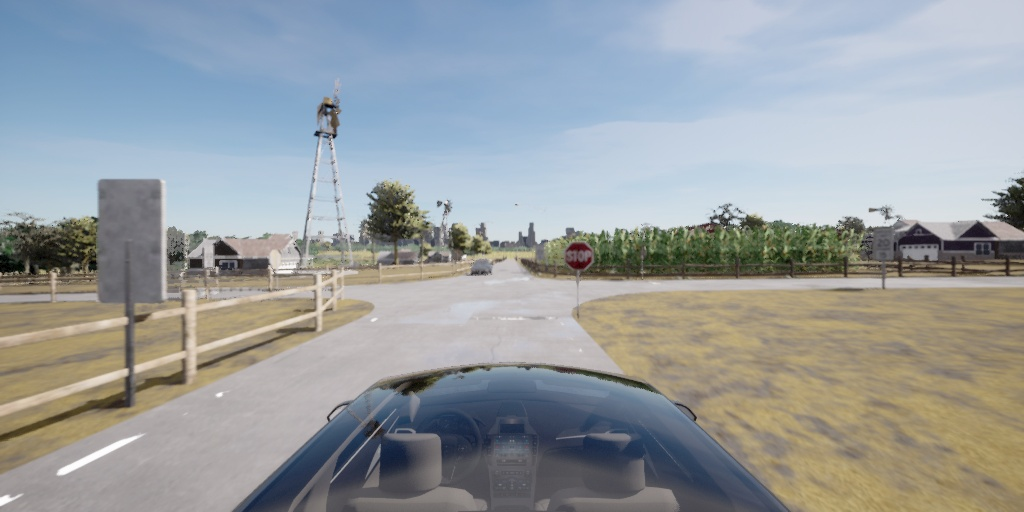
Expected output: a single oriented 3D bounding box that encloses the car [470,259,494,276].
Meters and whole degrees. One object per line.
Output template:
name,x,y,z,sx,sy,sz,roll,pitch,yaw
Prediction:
car,-2.750,1.079,33.462,1.837,1.490,4.892,0,2,0
